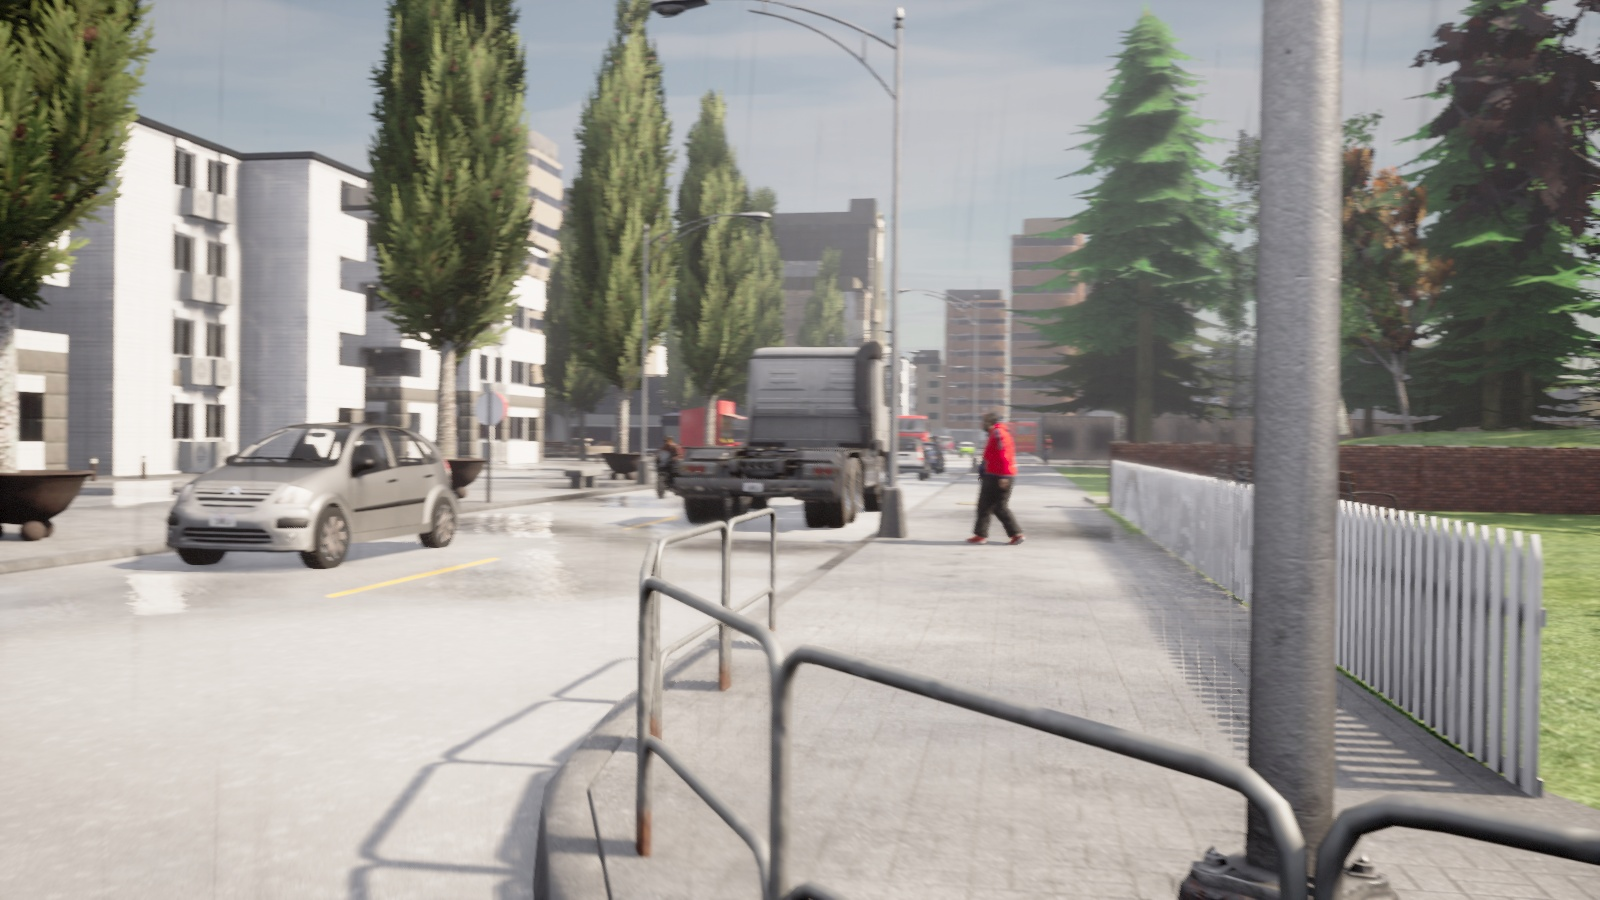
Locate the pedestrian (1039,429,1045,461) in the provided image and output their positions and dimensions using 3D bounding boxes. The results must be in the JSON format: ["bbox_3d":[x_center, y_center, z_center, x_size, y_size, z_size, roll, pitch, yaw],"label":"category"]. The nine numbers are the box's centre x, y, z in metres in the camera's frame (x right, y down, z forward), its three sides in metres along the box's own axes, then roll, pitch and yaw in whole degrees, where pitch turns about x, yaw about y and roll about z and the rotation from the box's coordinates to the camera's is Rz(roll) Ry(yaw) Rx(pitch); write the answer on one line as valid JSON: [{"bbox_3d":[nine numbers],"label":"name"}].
[{"bbox_3d":[14.190,-0.297,73.688,0.331,1.846,0.636,0,1,9],"label":"pedestrian"}]

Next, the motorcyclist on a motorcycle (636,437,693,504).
[{"bbox_3d":[-3.197,0.462,29.778,0.797,1.523,2.044,0,0,10],"label":"motorcyclist on a motorcycle"}]

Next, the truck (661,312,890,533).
[{"bbox_3d":[-0.135,-0.466,23.875,2.891,3.462,7.936,0,1,10],"label":"truck"}]

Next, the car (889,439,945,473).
[{"bbox_3d":[5.279,0.237,56.271,2.033,1.411,5.357,0,1,10],"label":"car"}]

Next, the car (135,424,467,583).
[{"bbox_3d":[-5.691,0.528,14.923,1.851,1.617,3.988,0,1,10],"label":"car"}]

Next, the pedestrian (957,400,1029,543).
[{"bbox_3d":[2.555,0.277,16.574,0.899,1.844,0.634,0,1,11],"label":"pedestrian"}]

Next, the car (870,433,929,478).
[{"bbox_3d":[3.796,0.178,47.288,1.851,1.617,3.988,0,0,10],"label":"car"}]
